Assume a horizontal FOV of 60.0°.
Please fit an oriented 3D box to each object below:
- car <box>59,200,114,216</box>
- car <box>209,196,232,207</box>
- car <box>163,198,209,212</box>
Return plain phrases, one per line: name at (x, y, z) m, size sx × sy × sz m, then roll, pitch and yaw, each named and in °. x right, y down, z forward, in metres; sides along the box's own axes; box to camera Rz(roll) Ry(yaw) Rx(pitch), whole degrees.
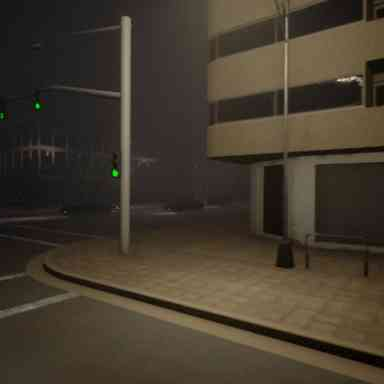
car at (-9.356, 1.387, 29.727) m, size 1.895 × 1.301 × 4.718 m, roll 1°, pitch 0°, yaw 36°
car at (3.961, 1.295, 47.961) m, size 1.837 × 1.490 × 4.892 m, roll 1°, pitch 0°, yaw 36°
car at (-0.751, 1.365, 35.593) m, size 2.033 × 1.411 × 5.357 m, roll 1°, pitch 0°, yaw 36°
